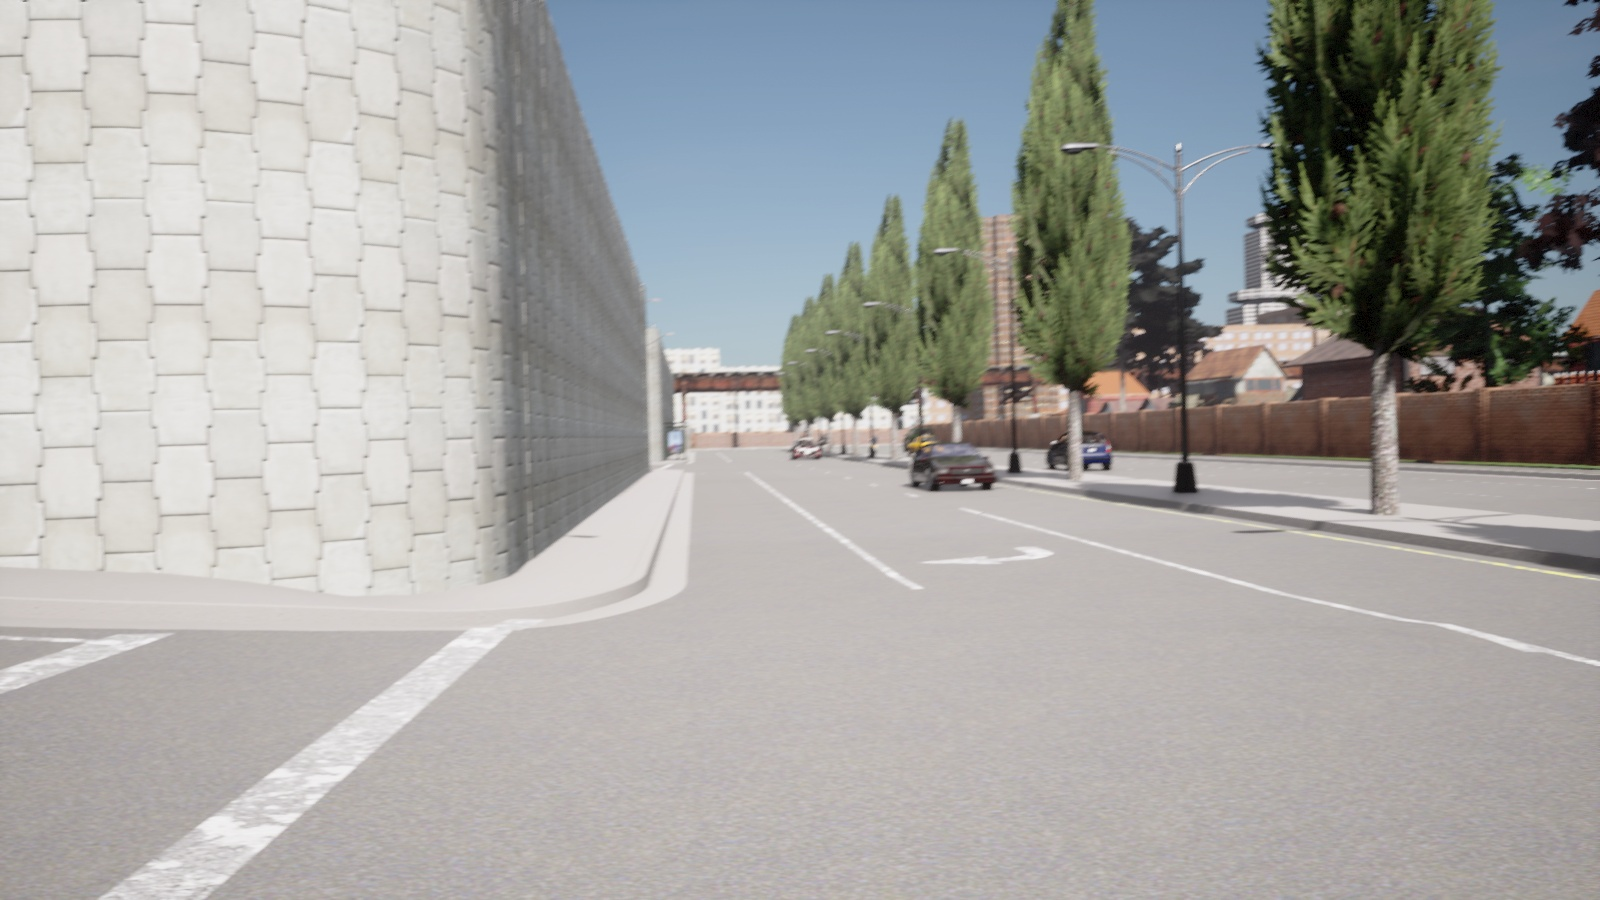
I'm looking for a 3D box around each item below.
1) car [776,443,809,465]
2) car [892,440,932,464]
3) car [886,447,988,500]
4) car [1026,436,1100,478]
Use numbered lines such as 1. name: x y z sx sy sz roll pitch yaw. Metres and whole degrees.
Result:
1. car: -0.552 0.254 87.370 1.970 1.475 3.806 -1 0 -5
2. car: 7.617 0.092 85.904 1.801 1.575 5.366 -1 0 -5
3. car: 4.040 0.652 37.965 2.033 1.411 5.357 -1 0 -5
4. car: 10.789 0.270 51.760 1.851 1.617 3.988 -1 0 -5
